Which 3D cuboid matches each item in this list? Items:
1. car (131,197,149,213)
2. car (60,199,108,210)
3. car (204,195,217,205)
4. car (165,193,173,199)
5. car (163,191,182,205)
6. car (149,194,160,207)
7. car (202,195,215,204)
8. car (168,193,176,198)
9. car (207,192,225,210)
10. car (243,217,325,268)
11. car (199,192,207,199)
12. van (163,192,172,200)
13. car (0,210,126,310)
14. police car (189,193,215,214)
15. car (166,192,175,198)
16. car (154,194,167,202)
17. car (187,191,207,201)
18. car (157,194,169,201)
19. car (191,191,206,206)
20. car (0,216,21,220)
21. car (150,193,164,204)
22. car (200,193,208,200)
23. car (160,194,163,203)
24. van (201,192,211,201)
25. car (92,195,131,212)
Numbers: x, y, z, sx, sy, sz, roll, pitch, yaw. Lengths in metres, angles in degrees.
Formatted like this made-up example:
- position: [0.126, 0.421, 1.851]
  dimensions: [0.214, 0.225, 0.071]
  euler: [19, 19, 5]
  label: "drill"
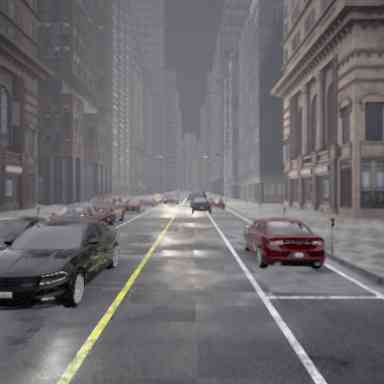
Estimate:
- position: [-5.761, 1.322, 33.211]
  dimensions: [1.887, 1.381, 4.507]
  euler: [0, 0, 0]
  label: "car"
- position: [-5.760, 1.330, 16.405]
  dimensions: [1.967, 1.590, 4.097]
  euler: [0, 0, 0]
  label: "car"
- position: [2.764, 1.190, 50.193]
  dimensions: [1.752, 1.417, 4.829]
  euler: [0, 0, 0]
  label: "car"
- position: [-5.762, 1.029, 83.626]
  dimensions: [1.802, 1.307, 4.206]
  euler: [0, 0, 0]
  label: "car"
- position: [-3.078, 1.015, 50.731]
  dimensions: [2.097, 1.767, 4.553]
  euler: [0, 0, 0]
  label: "car"
- position: [-5.761, 1.286, 44.414]
  dimensions: [1.802, 1.307, 4.206]
  euler: [0, 0, 0]
  label: "car"
- position: [2.764, 1.174, 55.626]
  dimensions: [1.887, 1.381, 4.507]
  euler: [0, 0, 0]
  label: "car"
- position: [-5.762, 0.940, 94.829]
  dimensions: [1.947, 1.339, 4.313]
  euler: [0, 0, 0]
  label: "car"
- position: [2.765, 1.180, 38.818]
  dimensions: [1.967, 1.590, 4.097]
  euler: [0, 0, 0]
  label: "car"
- position: [2.765, 1.471, 10.810]
  dimensions: [1.887, 1.381, 4.507]
  euler: [0, 0, 0]
  label: "car"
- position: [2.764, 0.887, 83.635]
  dimensions: [1.967, 1.590, 4.097]
  euler: [0, 0, 0]
  label: "car"
- position: [-5.761, 0.825, 78.023]
  dimensions: [1.690, 1.788, 3.998]
  euler: [0, 0, 0]
  label: "van"
- position: [-3.102, 1.423, 8.019]
  dimensions: [1.882, 1.535, 5.008]
  euler: [0, 0, 0]
  label: "car"
- position: [0.899, 1.206, 32.609]
  dimensions: [1.930, 1.638, 5.238]
  euler: [0, 0, 0]
  label: "police car"
- position: [-5.761, 0.851, 89.227]
  dimensions: [1.967, 1.590, 4.097]
  euler: [0, 0, 0]
  label: "car"
- position: [-5.761, 1.138, 61.219]
  dimensions: [1.887, 1.381, 4.507]
  euler: [0, 0, 0]
  label: "car"
- position: [0.819, 0.939, 42.520]
  dimensions: [2.150, 2.045, 5.566]
  euler: [0, 0, -1]
  label: "car"
- position: [-5.761, 1.102, 66.821]
  dimensions: [1.887, 1.381, 4.507]
  euler: [0, 0, 0]
  label: "car"
- position: [0.899, 0.901, 48.529]
  dimensions: [2.150, 2.045, 5.566]
  euler: [0, 0, 0]
  label: "car"
- position: [-5.761, 1.493, 10.804]
  dimensions: [1.947, 1.339, 4.313]
  euler: [0, 0, 0]
  label: "car"
- position: [-5.761, 1.071, 55.616]
  dimensions: [1.967, 1.590, 4.097]
  euler: [0, 0, 0]
  label: "car"
- position: [2.764, 1.028, 78.034]
  dimensions: [1.887, 1.381, 4.507]
  euler: [0, 0, 0]
  label: "car"
- position: [-5.761, 1.194, 49.846]
  dimensions: [1.752, 1.417, 4.829]
  euler: [0, 0, 0]
  label: "car"
- position: [2.765, 0.897, 66.828]
  dimensions: [1.690, 1.788, 3.998]
  euler: [0, 0, 0]
  label: "van"
- position: [-5.760, 1.167, 22.006]
  dimensions: [2.192, 1.841, 5.009]
  euler: [0, 0, 0]
  label: "car"
